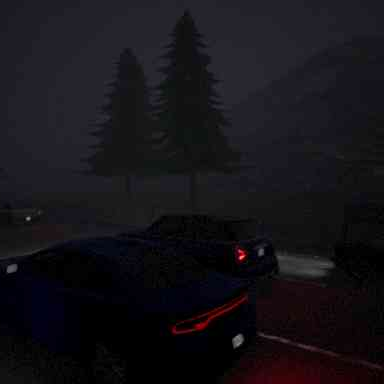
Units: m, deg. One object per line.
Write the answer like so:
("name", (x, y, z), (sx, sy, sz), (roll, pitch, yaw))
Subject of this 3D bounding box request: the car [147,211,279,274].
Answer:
("car", (-0.212, 1.309, 8.526), (4.553, 1.767, 2.097), (1, 0, 36))

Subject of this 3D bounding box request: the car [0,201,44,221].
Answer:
("car", (-11.504, 1.244, 21.069), (4.718, 1.301, 1.895), (2, 1, 36))

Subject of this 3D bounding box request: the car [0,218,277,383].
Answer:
("car", (-1.495, 1.433, 5.122), (5.008, 1.535, 1.882), (1, 1, 36))

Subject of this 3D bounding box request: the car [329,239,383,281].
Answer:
("car", (6.047, 1.655, 8.292), (4.718, 1.301, 1.895), (1, 0, 36))
